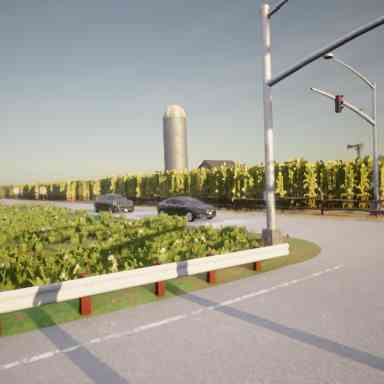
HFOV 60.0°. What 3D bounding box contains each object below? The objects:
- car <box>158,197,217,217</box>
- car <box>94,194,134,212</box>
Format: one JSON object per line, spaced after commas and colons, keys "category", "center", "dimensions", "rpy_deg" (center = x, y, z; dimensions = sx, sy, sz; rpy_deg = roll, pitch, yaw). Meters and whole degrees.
{"category": "car", "center": [-0.450, 1.084, 22.215], "dimensions": [1.837, 1.490, 4.892], "rpy_deg": [-3, 2, -40]}
{"category": "car", "center": [-7.088, 0.971, 30.031], "dimensions": [2.097, 1.767, 4.553], "rpy_deg": [-3, 2, -40]}
